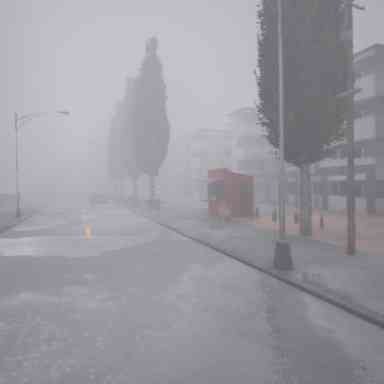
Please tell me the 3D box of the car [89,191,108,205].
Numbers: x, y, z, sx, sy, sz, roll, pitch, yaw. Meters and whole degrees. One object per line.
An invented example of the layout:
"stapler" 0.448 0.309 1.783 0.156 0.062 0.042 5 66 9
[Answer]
"car" -11.988 0.869 42.940 1.994 1.385 4.181 -1 1 -19

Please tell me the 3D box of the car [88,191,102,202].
"car" -15.553 0.630 53.222 1.882 1.535 5.008 -1 1 -19
